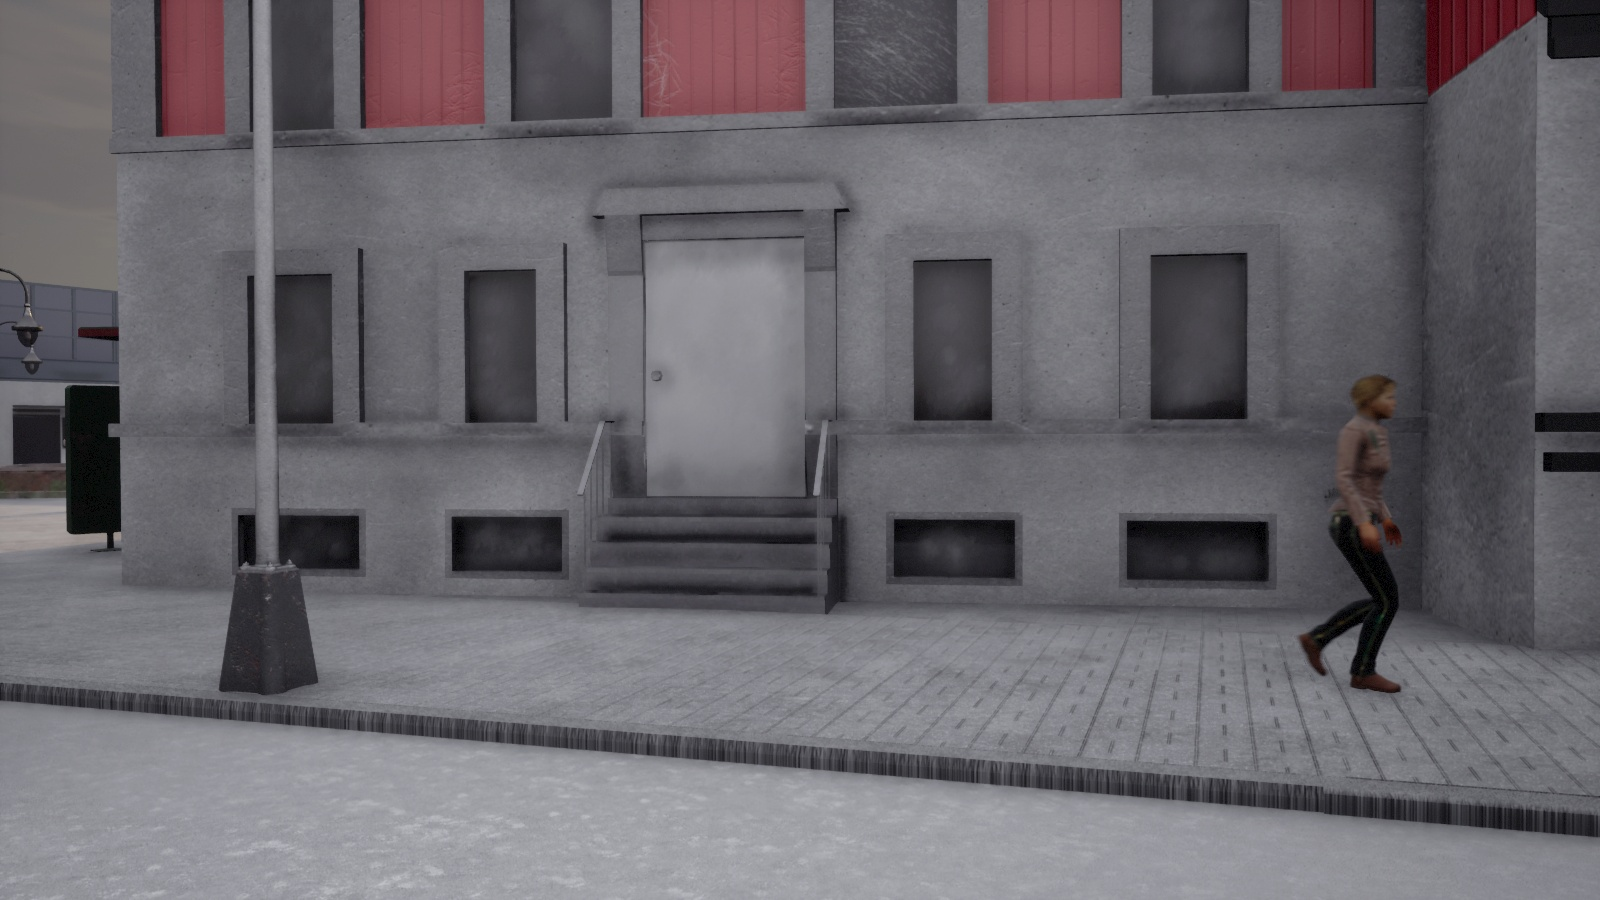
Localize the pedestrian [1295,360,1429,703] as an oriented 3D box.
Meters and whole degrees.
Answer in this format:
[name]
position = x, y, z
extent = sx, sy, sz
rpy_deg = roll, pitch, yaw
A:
[pedestrian]
position = 3.155, 0.435, 7.055
extent = 0.634, 1.846, 0.331
rpy_deg = 1, 1, 30
